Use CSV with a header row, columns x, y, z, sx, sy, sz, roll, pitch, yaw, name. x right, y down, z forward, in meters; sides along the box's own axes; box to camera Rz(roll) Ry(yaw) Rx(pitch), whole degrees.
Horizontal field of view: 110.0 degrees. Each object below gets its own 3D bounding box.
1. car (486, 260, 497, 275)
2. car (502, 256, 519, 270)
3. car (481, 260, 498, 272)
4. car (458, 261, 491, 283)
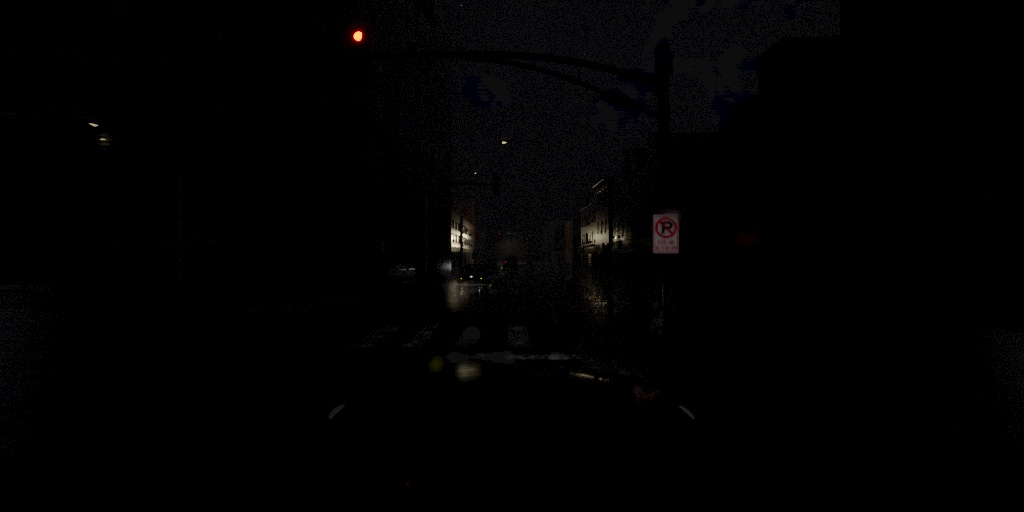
x,y,z,sx,sy,sz,roll,pitch,yaw,name
-2.992,1.300,38.391,2.033,1.411,5.357,0,0,0,car
-0.198,0.979,52.573,2.150,2.045,5.566,0,0,0,car
-3.028,1.303,48.918,2.033,1.411,5.357,0,0,-1,car
-2.951,1.314,27.900,1.994,1.385,4.181,0,0,0,car
